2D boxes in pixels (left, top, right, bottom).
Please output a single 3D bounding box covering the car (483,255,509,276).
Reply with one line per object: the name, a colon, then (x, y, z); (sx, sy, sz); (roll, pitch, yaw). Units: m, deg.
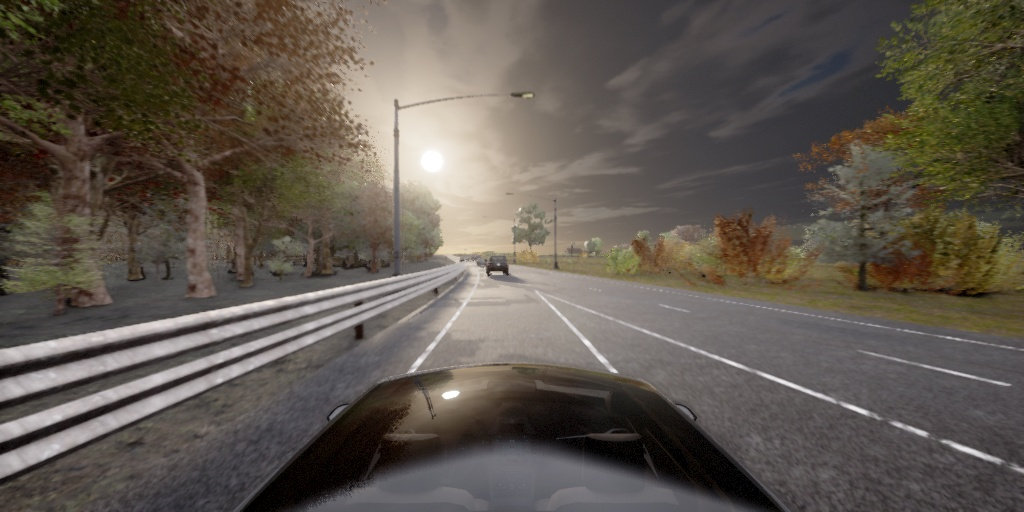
car: (-1.584, 0.919, 37.315); (2.150, 2.045, 5.566); (0, 0, -6)
